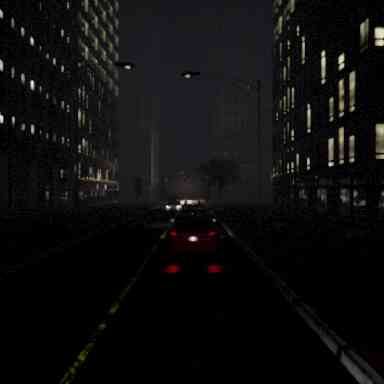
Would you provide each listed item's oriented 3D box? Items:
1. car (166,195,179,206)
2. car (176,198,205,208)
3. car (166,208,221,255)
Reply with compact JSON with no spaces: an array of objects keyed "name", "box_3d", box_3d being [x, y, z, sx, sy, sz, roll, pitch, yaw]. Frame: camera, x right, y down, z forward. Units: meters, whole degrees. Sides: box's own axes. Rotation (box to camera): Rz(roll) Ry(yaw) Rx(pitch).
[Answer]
[{"name":"car","box_3d":[-3.047,1.348,54.634,2.097,1.767,4.553,0,0,0]},{"name":"car","box_3d":[0.057,1.479,27.972,2.128,1.511,4.902,0,0,0]},{"name":"car","box_3d":[0.054,1.557,13.277,1.994,1.385,4.181,0,0,1]}]
